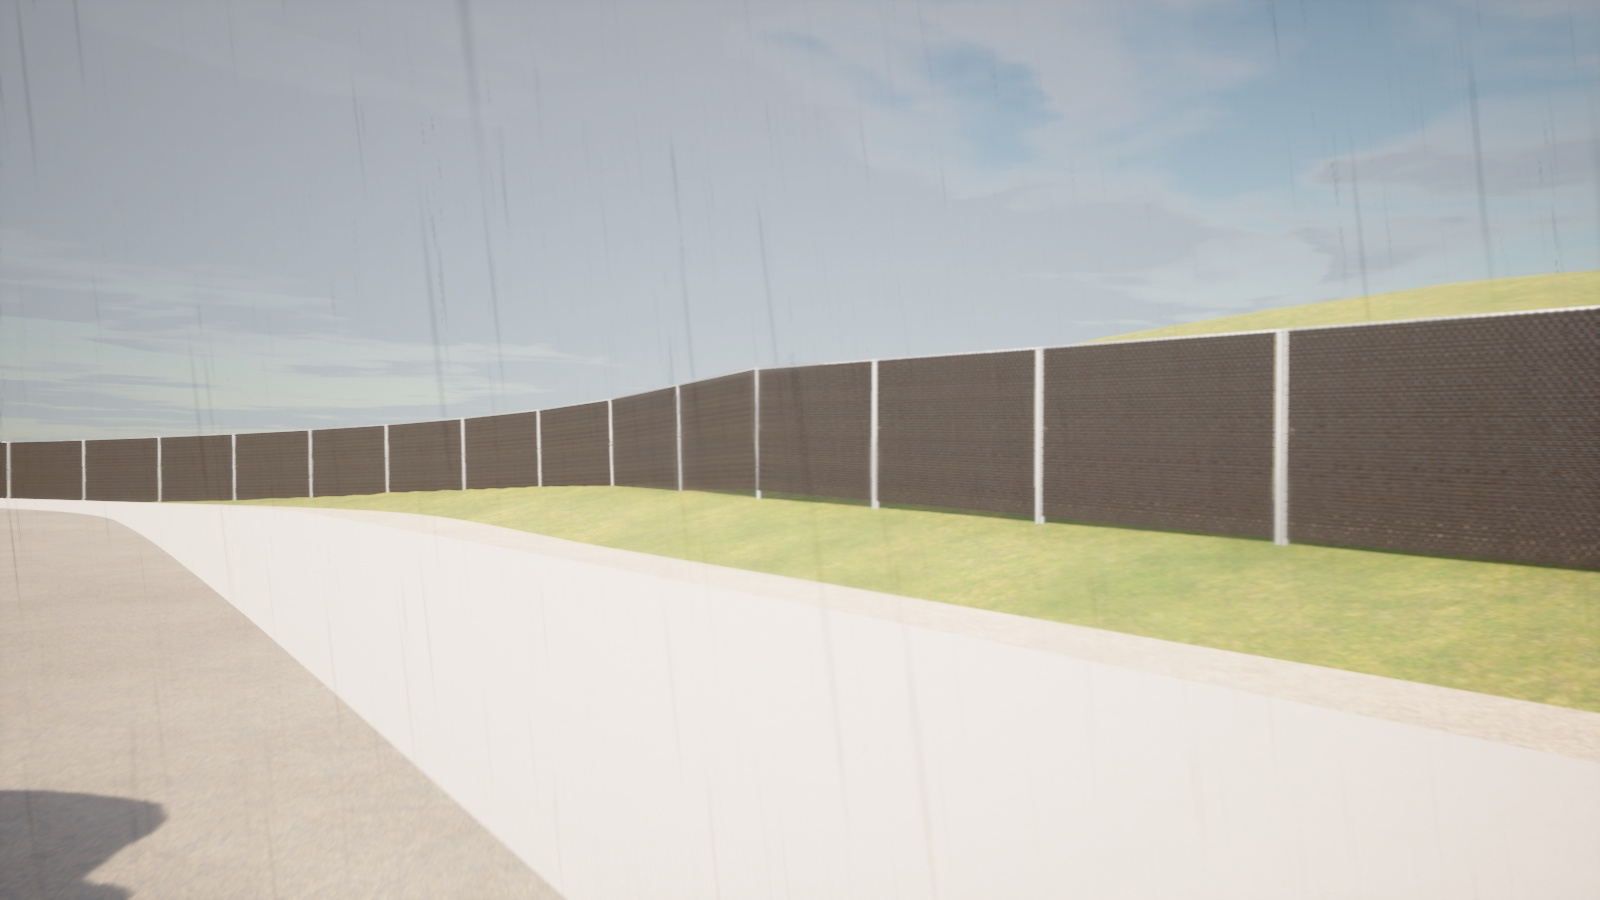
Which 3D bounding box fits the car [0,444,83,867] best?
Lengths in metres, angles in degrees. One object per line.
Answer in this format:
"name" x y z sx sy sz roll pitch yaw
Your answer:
"car" -3.744 0.745 2.533 2.163 1.488 4.792 -1 0 -5
